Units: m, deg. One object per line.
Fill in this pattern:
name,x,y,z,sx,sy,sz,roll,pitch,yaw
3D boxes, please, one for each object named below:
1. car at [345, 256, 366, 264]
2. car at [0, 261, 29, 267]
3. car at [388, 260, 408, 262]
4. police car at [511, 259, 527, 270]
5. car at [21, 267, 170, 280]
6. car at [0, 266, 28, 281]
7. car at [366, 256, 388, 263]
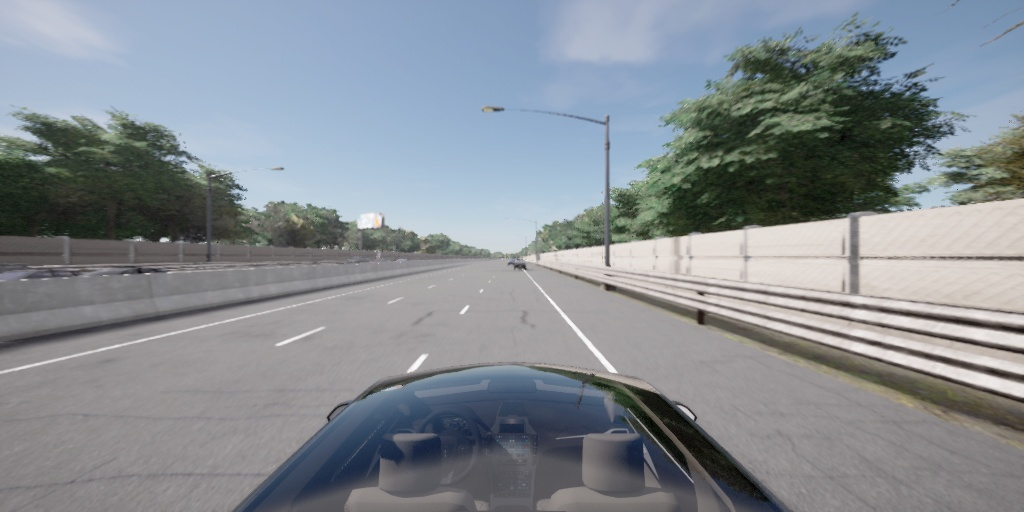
car,-24.532,1.077,57.174,2.150,2.045,5.566,0,0,0
car,-24.589,1.107,16.124,2.097,1.767,4.553,0,0,0
car,-17.541,1.314,57.307,1.882,1.535,5.008,0,0,0
police car,1.206,1.253,53.760,1.930,1.638,5.238,0,0,0
car,-17.593,1.260,16.034,1.837,1.490,4.892,0,0,0
car,-21.094,1.303,15.823,2.033,1.411,5.357,0,0,0
car,-21.039,1.193,57.391,2.097,1.767,4.553,0,0,0
